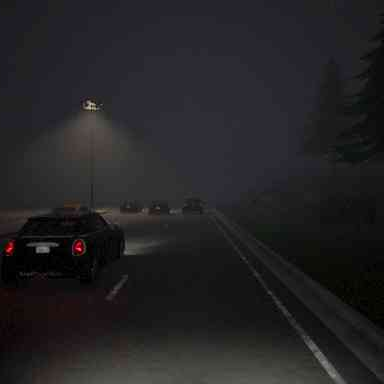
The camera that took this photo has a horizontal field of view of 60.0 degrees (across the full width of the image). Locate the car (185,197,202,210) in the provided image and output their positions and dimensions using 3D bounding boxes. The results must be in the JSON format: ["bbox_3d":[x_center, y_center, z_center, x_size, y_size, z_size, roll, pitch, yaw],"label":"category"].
[{"bbox_3d":[0.281,1.490,44.582,2.128,1.511,4.902,0,0,2],"label":"car"}]

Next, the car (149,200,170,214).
[{"bbox_3d":[-3.387,1.562,35.168,1.994,1.385,4.181,0,0,0],"label":"car"}]

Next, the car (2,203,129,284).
[{"bbox_3d":[-3.398,1.350,9.720,2.097,1.767,4.553,0,0,0],"label":"car"}]

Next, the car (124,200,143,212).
[{"bbox_3d":[-6.872,1.563,37.985,1.994,1.385,4.181,0,0,0],"label":"car"}]

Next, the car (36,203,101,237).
[{"bbox_3d":[-6.894,1.477,19.240,1.882,1.535,5.008,0,0,0],"label":"car"}]

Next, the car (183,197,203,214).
[{"bbox_3d":[0.108,1.351,35.370,2.097,1.767,4.553,0,0,0],"label":"car"}]
